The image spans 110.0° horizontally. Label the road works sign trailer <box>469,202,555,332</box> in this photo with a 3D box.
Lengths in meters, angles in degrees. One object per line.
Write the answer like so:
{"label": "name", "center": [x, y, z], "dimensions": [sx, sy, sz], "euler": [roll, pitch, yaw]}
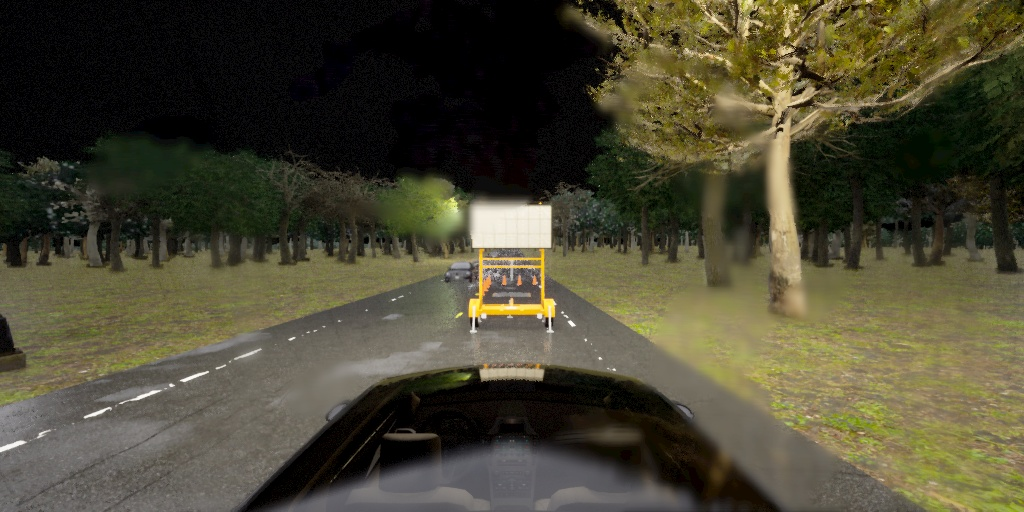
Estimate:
{"label": "road works sign trailer", "center": [-0.006, 0.194, 10.732], "dimensions": [2.380, 3.560, 2.880], "euler": [0, 0, 0]}

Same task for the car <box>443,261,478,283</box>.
{"label": "car", "center": [-3.615, 1.132, 25.969], "dimensions": [1.812, 1.442, 4.674], "euler": [0, 1, 0]}
